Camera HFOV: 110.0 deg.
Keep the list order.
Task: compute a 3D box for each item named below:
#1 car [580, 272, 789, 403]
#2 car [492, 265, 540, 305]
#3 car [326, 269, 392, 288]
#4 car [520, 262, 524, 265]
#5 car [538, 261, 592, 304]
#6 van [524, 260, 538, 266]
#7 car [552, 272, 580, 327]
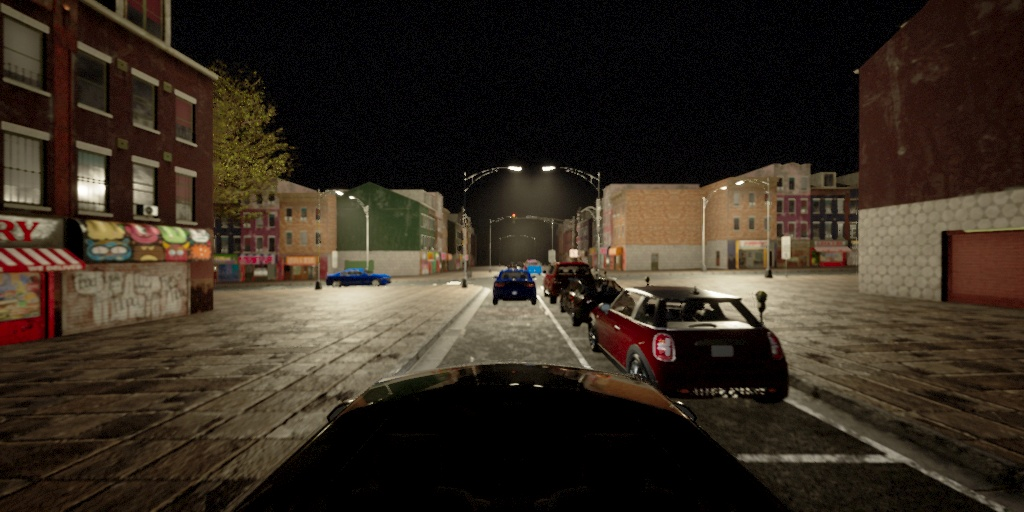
[{"bbox_3d":[2.639,1.230,6.408,1.967,1.591,4.097,0,0,0],"label":"car"},{"bbox_3d":[0.126,1.363,16.935,1.882,1.535,5.008,0,-1,1],"label":"car"},{"bbox_3d":[-12.295,1.786,28.955,5.008,1.535,1.882,-2,0,-1],"label":"car"},{"bbox_3d":[2.666,1.511,48.977,2.192,1.841,5.009,0,0,0],"label":"car"},{"bbox_3d":[2.646,1.202,17.212,2.192,1.841,5.009,0,0,0],"label":"car"},{"bbox_3d":[2.663,1.481,43.572,1.690,1.789,3.998,0,0,0],"label":"van"},{"bbox_3d":[2.643,1.404,11.810,1.948,1.339,4.313,0,0,0],"label":"car"}]
